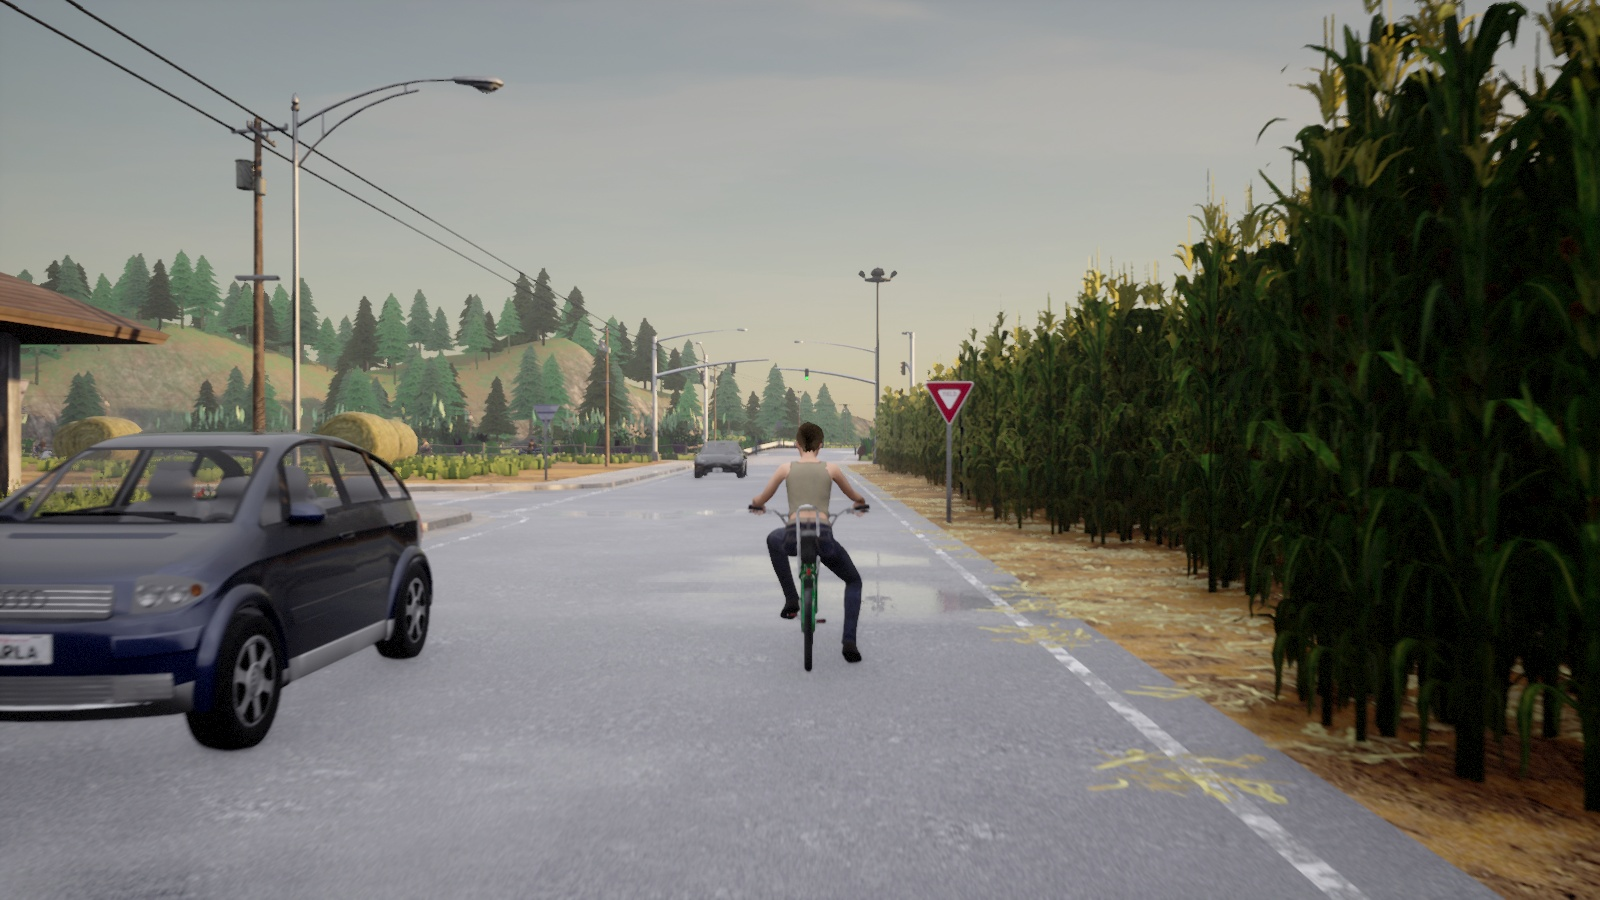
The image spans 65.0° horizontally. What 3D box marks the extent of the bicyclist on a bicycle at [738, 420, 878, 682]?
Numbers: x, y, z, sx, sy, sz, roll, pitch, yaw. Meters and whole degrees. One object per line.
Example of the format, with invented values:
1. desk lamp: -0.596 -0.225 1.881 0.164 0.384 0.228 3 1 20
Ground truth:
1. bicyclist on a bicycle: 0.060 0.619 8.511 0.866 1.612 1.509 0 0 1

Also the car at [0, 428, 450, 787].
1. car: -3.444 0.667 7.274 1.789 1.549 3.705 0 0 0

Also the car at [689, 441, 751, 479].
1. car: -3.196 0.359 51.018 2.163 1.488 4.792 0 0 0

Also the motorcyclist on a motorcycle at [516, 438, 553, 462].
1. motorcyclist on a motorcycle: -18.220 -0.002 86.214 2.350 1.649 0.766 0 0 3
